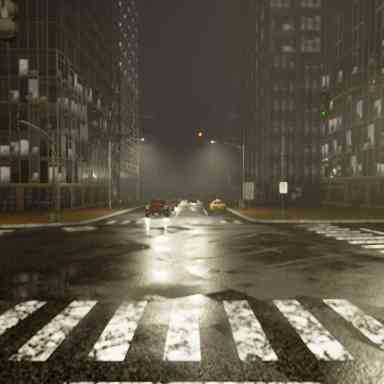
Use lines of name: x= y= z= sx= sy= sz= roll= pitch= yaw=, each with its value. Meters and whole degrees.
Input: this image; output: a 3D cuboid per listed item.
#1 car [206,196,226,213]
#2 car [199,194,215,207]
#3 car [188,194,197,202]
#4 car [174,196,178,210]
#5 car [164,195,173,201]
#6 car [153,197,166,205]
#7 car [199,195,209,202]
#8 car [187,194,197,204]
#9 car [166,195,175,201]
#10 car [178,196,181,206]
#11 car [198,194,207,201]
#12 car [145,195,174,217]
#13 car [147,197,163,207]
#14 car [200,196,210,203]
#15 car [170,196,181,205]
car: x=2.827 y=1.517 z=36.892 sx=1.752 sy=1.417 sz=4.829 roll=-1 pitch=0 yaw=0
car: x=2.742 y=1.296 z=51.973 sx=2.192 sy=1.841 sz=5.009 roll=-1 pitch=0 yaw=0
car: x=0.040 y=1.271 z=72.791 sx=1.882 sy=1.535 sz=5.008 roll=0 pitch=0 yaw=0
car: x=-3.069 y=1.467 z=40.559 sx=1.882 sy=1.535 sz=5.008 roll=0 pitch=0 yaw=0
car: x=-5.624 y=1.534 z=80.897 sx=1.802 sy=1.307 sz=4.206 roll=-1 pitch=0 yaw=0
car: x=-5.637 y=1.541 z=58.202 sx=1.947 sy=1.339 sz=4.313 roll=-1 pitch=0 yaw=0
car: x=2.720 y=1.509 z=75.156 sx=2.008 sy=1.369 sz=4.403 roll=-1 pitch=0 yaw=0
car: x=0.035 y=1.571 z=62.818 sx=1.895 sy=1.301 sz=4.718 roll=0 pitch=0 yaw=0
car: x=-5.621 y=1.511 z=86.570 sx=1.947 sy=1.339 sz=4.313 roll=-1 pitch=0 yaw=0
car: x=-3.038 y=1.583 z=50.570 sx=1.895 sy=1.301 sz=4.718 roll=0 pitch=0 yaw=0
car: x=2.724 y=1.385 z=86.505 sx=1.967 sy=1.590 sz=4.097 roll=-1 pitch=0 yaw=0
car: x=-3.096 y=1.346 z=31.262 sx=2.097 sy=1.767 sz=4.553 roll=0 pitch=0 yaw=1
car: x=-5.810 y=1.547 z=52.527 sx=1.947 sy=1.339 sz=4.313 roll=-1 pitch=0 yaw=0
car: x=2.717 y=1.530 z=69.483 sx=1.947 sy=1.339 sz=4.313 roll=-1 pitch=0 yaw=0
car: x=-2.988 y=1.450 z=61.045 sx=1.882 sy=1.535 sz=5.008 roll=0 pitch=0 yaw=0
